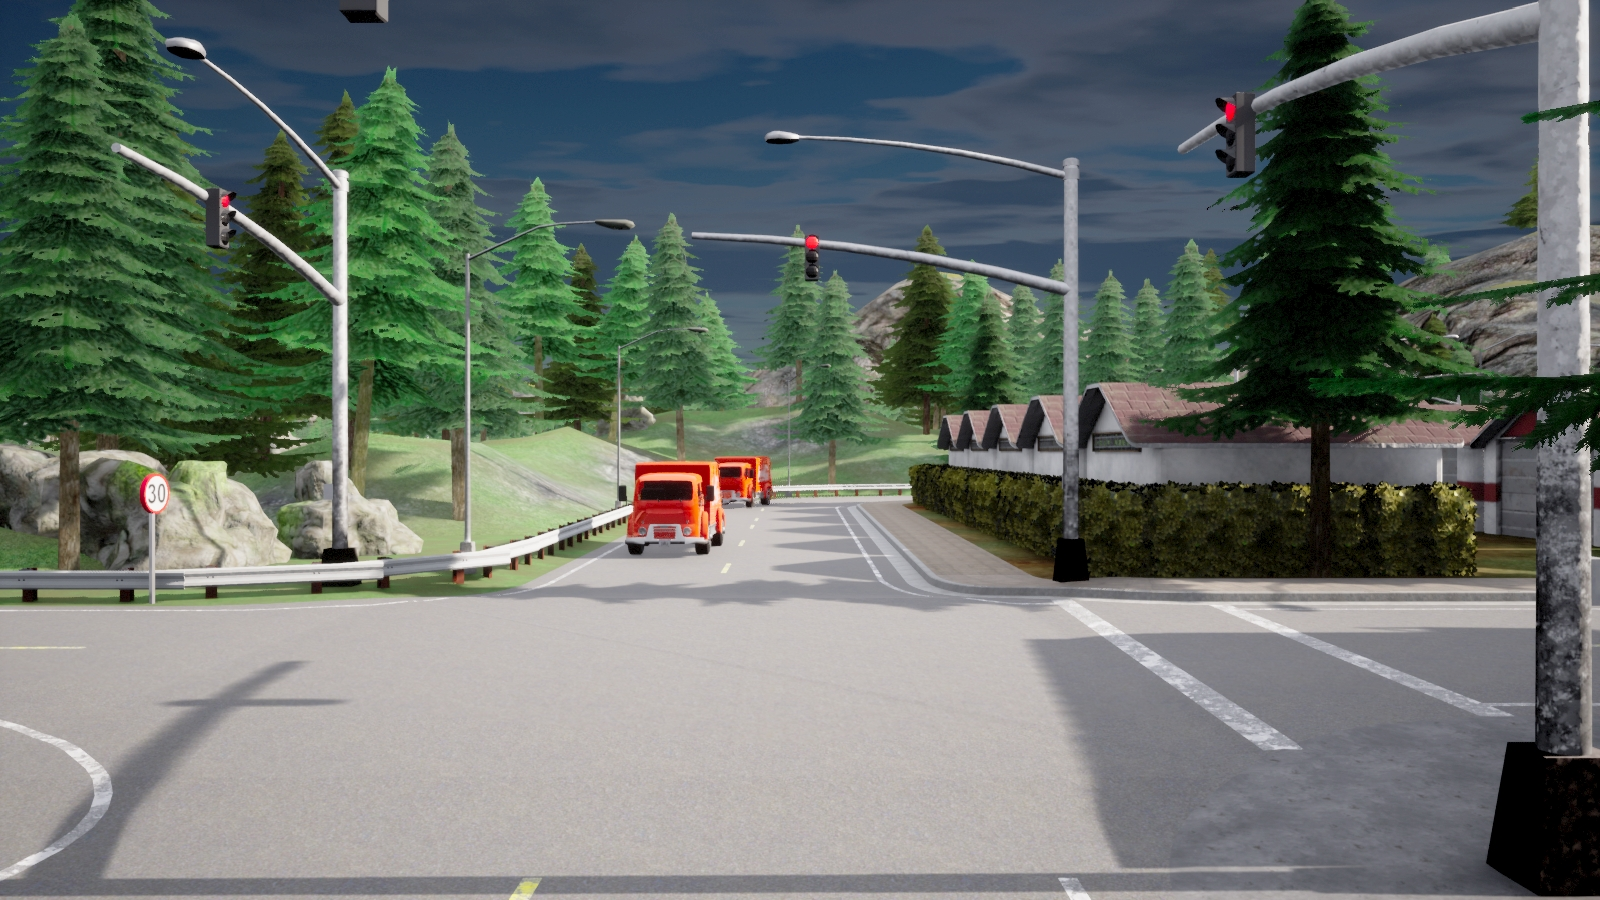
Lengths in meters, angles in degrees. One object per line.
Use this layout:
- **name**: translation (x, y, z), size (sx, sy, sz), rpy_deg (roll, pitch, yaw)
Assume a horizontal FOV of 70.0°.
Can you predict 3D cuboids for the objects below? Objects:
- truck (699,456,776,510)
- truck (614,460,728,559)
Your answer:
- **truck**: translation (-3.009, 1.555, 56.191), size (2.627, 2.467, 5.204), rpy_deg (0, 0, 10)
- **truck**: translation (-3.498, 1.558, 32.089), size (2.627, 2.467, 5.204), rpy_deg (0, 0, 0)
